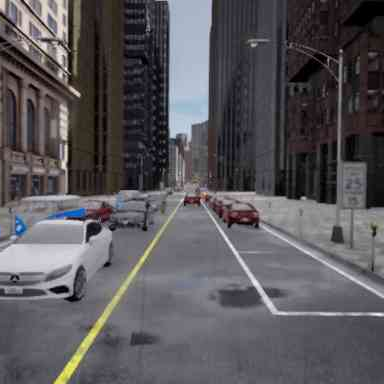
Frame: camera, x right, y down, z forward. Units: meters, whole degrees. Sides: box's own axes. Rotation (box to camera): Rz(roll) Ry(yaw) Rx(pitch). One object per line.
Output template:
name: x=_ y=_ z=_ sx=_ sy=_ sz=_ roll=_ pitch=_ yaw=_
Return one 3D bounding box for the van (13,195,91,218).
van: x=-5.787 y=1.045 z=13.910 sx=1.690 sy=1.788 sz=3.998 roll=0 pitch=1 yaw=0

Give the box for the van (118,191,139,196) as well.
van: x=-5.809 y=0.753 z=30.482 sx=1.690 sy=1.788 sz=3.998 roll=0 pitch=1 yaw=0

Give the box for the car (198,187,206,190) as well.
car: x=2.313 y=0.372 z=58.013 sx=2.097 sy=1.767 sz=4.553 roll=1 pitch=1 yaw=0

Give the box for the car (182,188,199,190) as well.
car: x=-0.062 y=0.639 z=49.195 sx=2.128 sy=1.511 sz=4.902 roll=1 pitch=1 yaw=0

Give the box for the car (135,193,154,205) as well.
car: x=-5.826 y=0.801 z=41.535 sx=1.802 sy=1.307 sz=4.206 roll=0 pitch=1 yaw=0

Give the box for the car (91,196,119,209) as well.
car: x=-5.796 y=1.151 z=19.438 sx=1.887 sy=1.381 sz=4.507 roll=0 pitch=1 yaw=0

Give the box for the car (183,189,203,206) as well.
car: x=0.004 y=0.808 z=38.760 sx=1.882 sy=1.535 sz=5.008 roll=1 pitch=1 yaw=0

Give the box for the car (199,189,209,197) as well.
car: x=2.663 y=0.172 z=74.678 sx=1.967 sy=1.590 sz=4.097 roll=0 pitch=1 yaw=0

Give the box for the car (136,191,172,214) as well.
car: x=-3.120 y=0.971 z=28.283 sx=2.128 sy=1.511 sz=4.902 roll=1 pitch=1 yaw=0

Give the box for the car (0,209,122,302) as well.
car: x=-3.102 y=1.364 z=7.984 sx=1.812 sy=1.442 sz=4.674 roll=1 pitch=1 yaw=-2

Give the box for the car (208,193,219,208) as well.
car: x=2.739 y=1.049 z=30.483 sx=1.887 sy=1.381 sz=4.507 roll=0 pitch=1 yaw=0

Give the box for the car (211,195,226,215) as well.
car: x=2.749 y=1.146 z=24.958 sx=1.887 sy=1.381 sz=4.507 roll=0 pitch=1 yaw=0

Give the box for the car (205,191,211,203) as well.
car: x=2.730 y=0.930 z=36.177 sx=1.752 sy=1.417 sz=4.829 roll=0 pitch=1 yaw=0

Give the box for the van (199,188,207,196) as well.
van: x=2.655 y=-0.023 z=80.200 sx=1.690 sy=1.788 sz=3.998 roll=0 pitch=1 yaw=0

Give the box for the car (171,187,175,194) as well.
car: x=-5.876 y=-0.141 z=80.198 sx=2.192 sy=1.841 sz=5.009 roll=0 pitch=1 yaw=0

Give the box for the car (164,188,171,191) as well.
car: x=-5.863 y=0.265 z=68.984 sx=1.752 sy=1.417 sz=4.829 roll=0 pitch=1 yaw=0

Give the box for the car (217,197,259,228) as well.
car: x=2.759 y=1.243 z=19.434 sx=1.887 sy=1.381 sz=4.507 roll=0 pitch=1 yaw=0

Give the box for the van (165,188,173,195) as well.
van: x=-5.884 y=-0.211 z=85.723 sx=1.690 sy=1.788 sz=3.998 roll=0 pitch=1 yaw=0

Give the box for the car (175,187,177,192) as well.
car: x=-5.893 y=-0.119 z=91.080 sx=1.752 sy=1.417 sz=4.829 roll=0 pitch=1 yaw=0

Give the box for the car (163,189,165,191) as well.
car: x=-5.841 y=0.576 z=52.582 sx=2.008 sy=1.369 sz=4.403 roll=0 pitch=1 yaw=0

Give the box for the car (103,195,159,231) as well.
car: x=-3.114 y=1.165 z=18.025 sx=1.837 sy=1.490 sz=4.892 roll=1 pitch=1 yaw=0

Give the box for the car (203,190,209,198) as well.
car: x=2.711 y=0.759 z=47.057 sx=1.887 sy=1.381 sz=4.507 roll=0 pitch=1 yaw=0
